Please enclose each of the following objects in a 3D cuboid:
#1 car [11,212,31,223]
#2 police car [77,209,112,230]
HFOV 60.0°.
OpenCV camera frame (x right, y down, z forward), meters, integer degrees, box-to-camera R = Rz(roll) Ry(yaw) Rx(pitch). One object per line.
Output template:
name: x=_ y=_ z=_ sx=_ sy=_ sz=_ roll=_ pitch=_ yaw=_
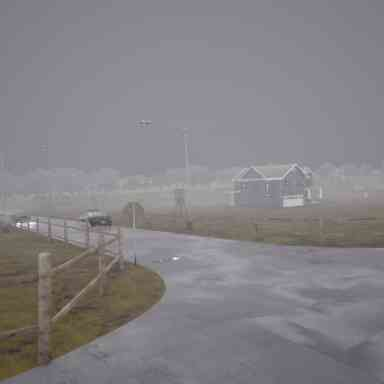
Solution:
car: x=-23.791 y=3.480 z=46.252 sx=1.895 sy=1.301 sz=4.718 roll=-2 pitch=-1 yaw=-36
police car: x=-8.996 y=2.432 z=30.206 sx=1.930 sy=1.638 sz=5.238 roll=-2 pitch=-1 yaw=-36
